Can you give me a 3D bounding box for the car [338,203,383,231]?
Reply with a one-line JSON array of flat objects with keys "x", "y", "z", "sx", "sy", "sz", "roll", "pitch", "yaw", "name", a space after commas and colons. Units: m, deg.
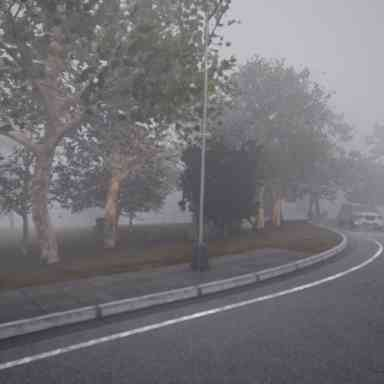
[{"x": 13.631, "y": 1.960, "z": 27.260, "sx": 2.150, "sy": 2.045, "sz": 5.566, "roll": 1, "pitch": -1, "yaw": 10, "name": "car"}]
